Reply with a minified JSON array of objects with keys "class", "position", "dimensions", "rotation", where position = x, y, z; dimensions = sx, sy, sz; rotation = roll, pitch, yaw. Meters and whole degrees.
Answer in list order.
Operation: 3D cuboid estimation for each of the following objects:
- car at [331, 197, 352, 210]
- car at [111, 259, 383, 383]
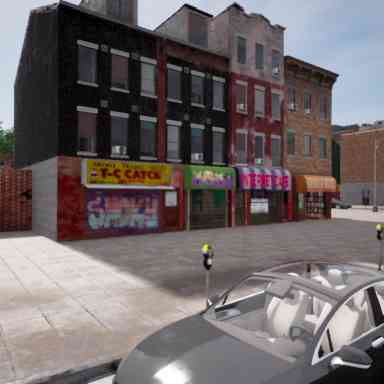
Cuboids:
[{"class":"car","position":[16.656,1.379,39.977],"dimensions":[1.837,1.490,4.892],"rotation":[0,0,-36]},{"class":"car","position":[1.290,1.551,3.719],"dimensions":[4.403,1.369,2.008],"rotation":[0,0,-35]}]
